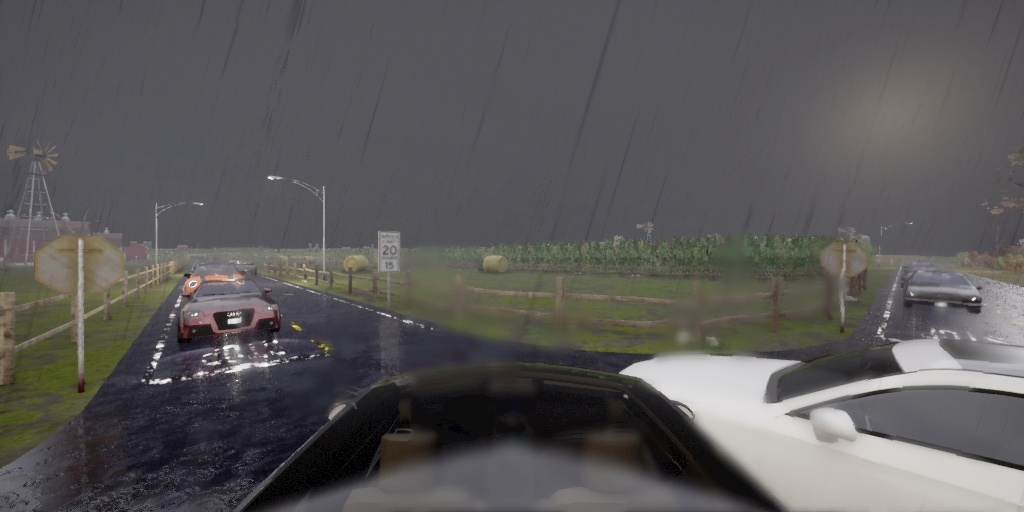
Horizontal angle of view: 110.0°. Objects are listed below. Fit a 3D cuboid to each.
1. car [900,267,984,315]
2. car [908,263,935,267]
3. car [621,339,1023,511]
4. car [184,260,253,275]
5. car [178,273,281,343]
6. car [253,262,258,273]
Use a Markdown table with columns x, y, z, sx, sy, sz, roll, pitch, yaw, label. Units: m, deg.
| x | y | z | sx | sy | sz | roll | pitch | yaw | label |
| --- | --- | --- | --- | --- | --- | --- | --- | --- | --- |
| 16.933 | 1.340 | 14.258 | 5.357 | 1.411 | 2.033 | 0 | 1 | -42 | car |
| 26.123 | 1.375 | 22.610 | 4.181 | 1.385 | 1.994 | 0 | 1 | -42 | car |
| 2.855 | 1.293 | 2.254 | 1.812 | 1.442 | 4.674 | 0 | 1 | -43 | car |
| -13.578 | 1.131 | 16.467 | 2.097 | 1.767 | 4.553 | 0 | 0 | -41 | car |
| -7.858 | 1.350 | 9.934 | 1.994 | 1.385 | 4.181 | 0 | 0 | -42 | car |
| -26.676 | 1.262 | 35.811 | 2.128 | 1.511 | 4.902 | 0 | 0 | -41 | car |
